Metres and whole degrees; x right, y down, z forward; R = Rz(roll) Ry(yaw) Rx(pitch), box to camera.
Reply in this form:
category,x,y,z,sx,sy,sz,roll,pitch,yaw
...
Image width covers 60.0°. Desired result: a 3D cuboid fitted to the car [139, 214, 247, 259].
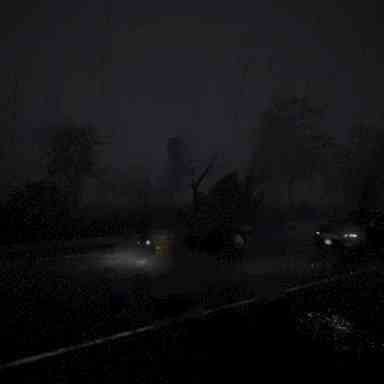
category,x,y,z,sx,sy,sz,roll,pitch,yaw
car,0.111,1.564,12.669,4.181,1.385,1.994,0,0,-35

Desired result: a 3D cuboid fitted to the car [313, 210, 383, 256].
category,x,y,z,sx,sy,sz,roll,pitch,yaw
car,6.774,1.490,13.123,4.902,1.511,2.128,0,0,-35
